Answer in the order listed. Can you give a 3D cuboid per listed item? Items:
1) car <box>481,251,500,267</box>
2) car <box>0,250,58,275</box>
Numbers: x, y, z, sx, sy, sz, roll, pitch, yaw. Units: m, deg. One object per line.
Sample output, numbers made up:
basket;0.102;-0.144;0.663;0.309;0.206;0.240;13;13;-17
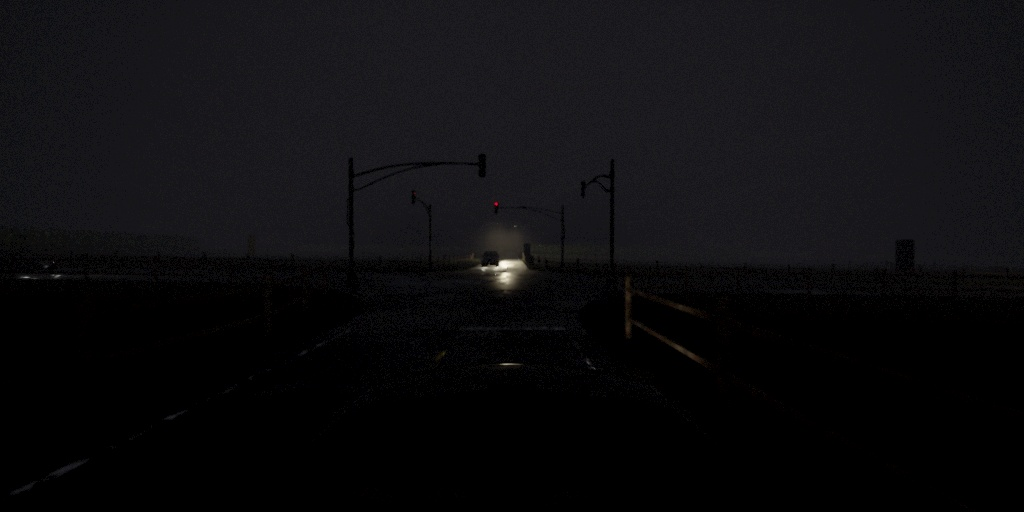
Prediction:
car;-2.743;0.392;46.208;2.150;2.045;5.566;0;3;0
car;-31.639;0.359;22.462;4.902;1.511;2.128;1;1;0
